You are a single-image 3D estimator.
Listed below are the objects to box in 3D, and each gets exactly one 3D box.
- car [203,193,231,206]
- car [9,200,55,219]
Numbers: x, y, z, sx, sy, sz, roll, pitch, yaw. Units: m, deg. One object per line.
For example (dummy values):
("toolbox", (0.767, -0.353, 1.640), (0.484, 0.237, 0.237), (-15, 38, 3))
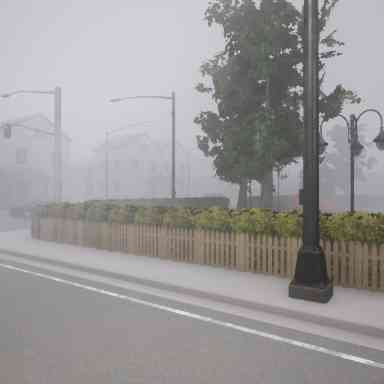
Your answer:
("car", (3.525, 1.221, 48.179), (2.150, 2.045, 5.566), (0, 0, 35))
("car", (-13.682, 1.477, 29.811), (1.882, 1.535, 5.008), (0, 0, 35))
